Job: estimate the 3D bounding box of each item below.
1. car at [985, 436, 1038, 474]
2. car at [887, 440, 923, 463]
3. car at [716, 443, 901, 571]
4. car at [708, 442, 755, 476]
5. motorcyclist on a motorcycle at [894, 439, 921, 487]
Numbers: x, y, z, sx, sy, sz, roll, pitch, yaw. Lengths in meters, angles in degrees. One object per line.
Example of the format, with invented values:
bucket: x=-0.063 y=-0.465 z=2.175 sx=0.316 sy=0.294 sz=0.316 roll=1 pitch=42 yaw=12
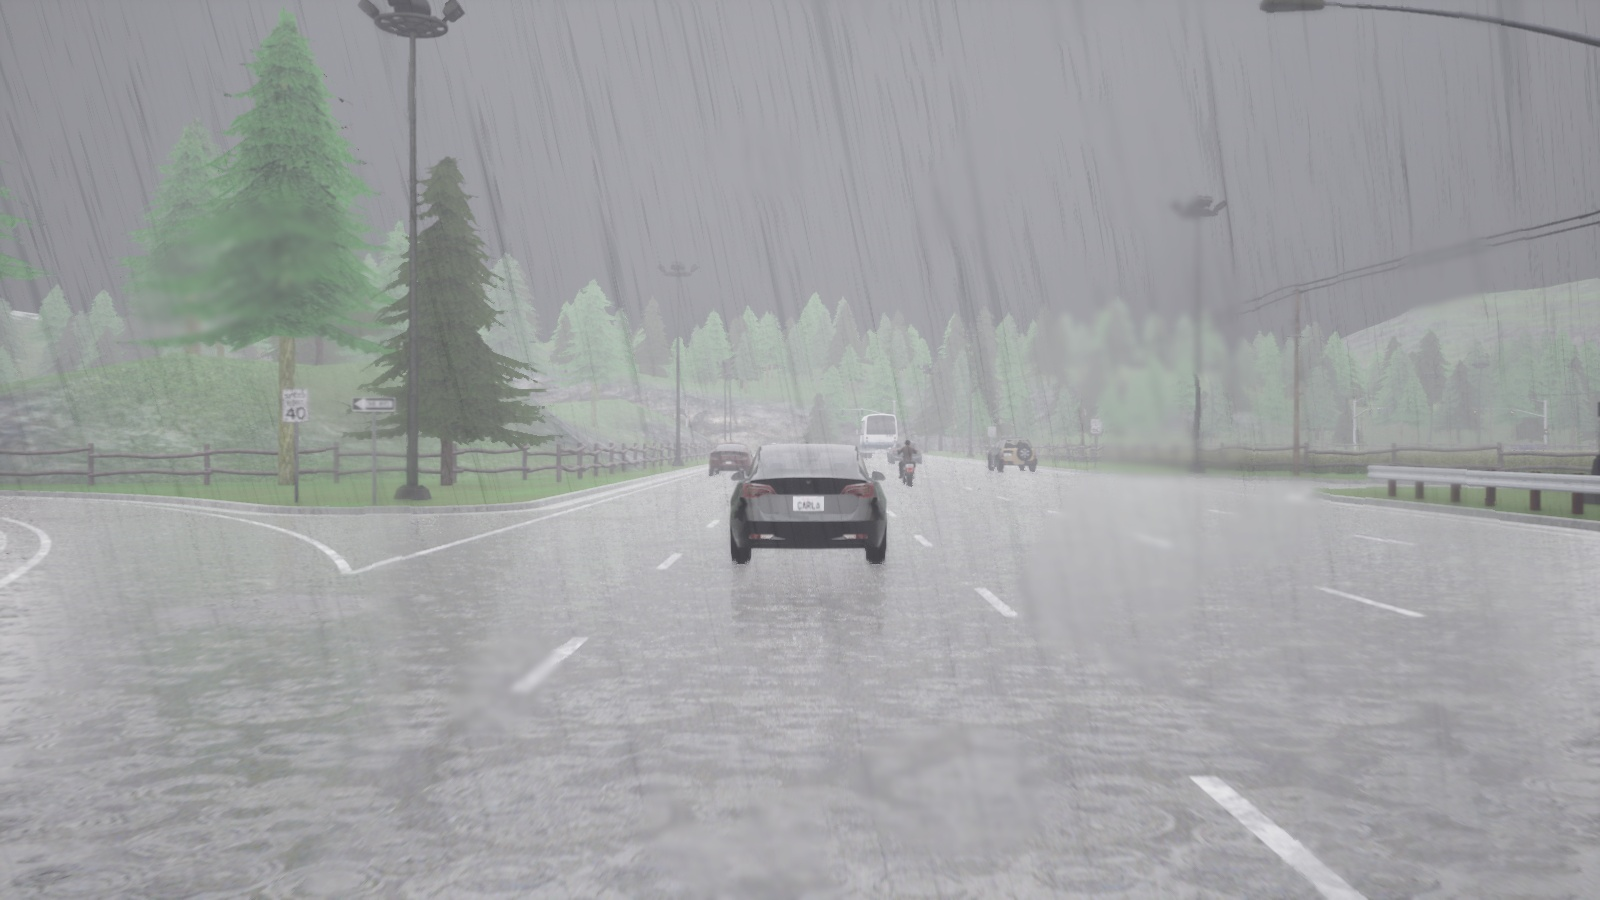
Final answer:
car: x=10.867 y=0.209 z=64.716 sx=1.932 sy=1.855 sz=4.605 roll=0 pitch=1 yaw=0
car: x=7.526 y=0.087 z=90.510 sx=2.242 sy=1.667 sz=4.611 roll=0 pitch=0 yaw=0
car: x=0.112 y=0.650 z=17.067 sx=2.163 sy=1.488 sz=4.792 roll=0 pitch=0 yaw=0
car: x=-3.154 y=0.391 z=58.640 sx=1.882 sy=1.535 sz=5.008 roll=0 pitch=0 yaw=0
motorcyclist on a motorcycle: x=3.765 y=0.450 z=44.275 sx=0.766 sy=1.649 sz=2.350 roll=0 pitch=0 yaw=0
